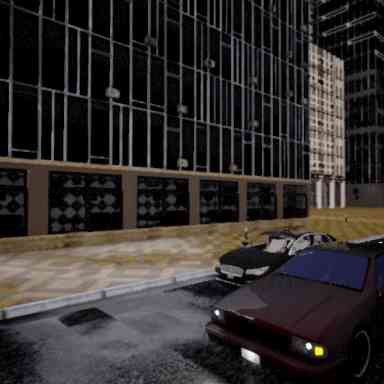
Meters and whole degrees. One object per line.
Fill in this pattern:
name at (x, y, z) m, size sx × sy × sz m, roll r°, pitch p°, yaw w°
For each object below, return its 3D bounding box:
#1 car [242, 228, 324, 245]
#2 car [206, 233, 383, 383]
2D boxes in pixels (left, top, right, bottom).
car at (2.538, 1.694, 8.984) m, size 4.403 × 1.369 × 2.008 m, roll 1°, pitch -1°, yaw -40°
car at (2.736, 1.635, 5.798) m, size 5.357 × 1.411 × 2.033 m, roll 1°, pitch -1°, yaw -40°
